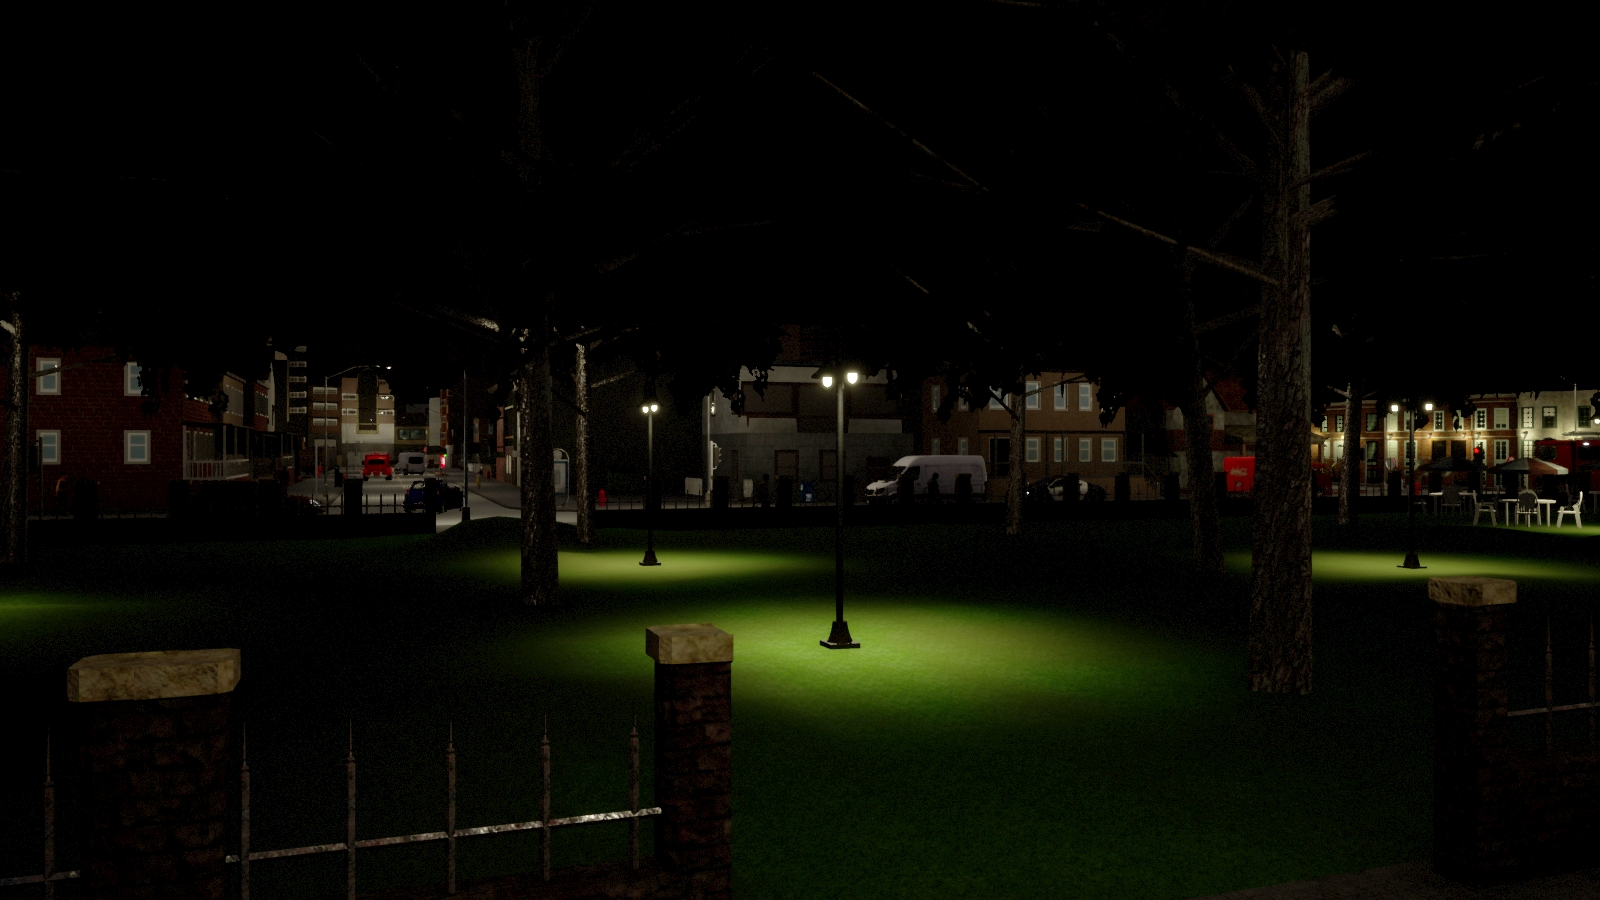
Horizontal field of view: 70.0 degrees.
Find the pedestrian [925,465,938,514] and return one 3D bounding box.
[{"bbox_3d":[5.046,1.525,43.975,0.375,1.860,0.375,0,0,-20],"label":"pedestrian"}]

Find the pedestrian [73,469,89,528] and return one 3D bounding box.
[{"bbox_3d":[-22.722,1.525,36.117,0.375,1.860,0.375,0,0,-42],"label":"pedestrian"}]

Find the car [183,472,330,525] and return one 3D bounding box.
[{"bbox_3d":[-19.249,1.685,40.732,4.553,1.767,2.097,0,0,-20],"label":"car"}]

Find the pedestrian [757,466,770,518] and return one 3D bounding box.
[{"bbox_3d":[-1.319,1.525,41.636,0.375,1.860,0.375,0,0,-20],"label":"pedestrian"}]
